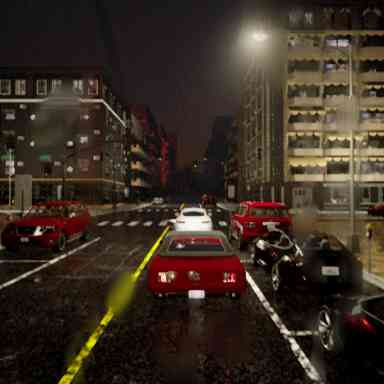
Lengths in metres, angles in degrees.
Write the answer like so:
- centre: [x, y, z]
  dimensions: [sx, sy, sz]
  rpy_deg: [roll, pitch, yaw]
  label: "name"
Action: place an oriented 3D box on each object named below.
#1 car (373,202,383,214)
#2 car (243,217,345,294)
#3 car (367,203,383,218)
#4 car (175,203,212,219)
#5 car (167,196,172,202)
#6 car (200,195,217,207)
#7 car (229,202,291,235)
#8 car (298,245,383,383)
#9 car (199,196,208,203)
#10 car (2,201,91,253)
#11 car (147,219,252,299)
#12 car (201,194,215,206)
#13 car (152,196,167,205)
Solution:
- centre: [22.747, 1.751, 36.759]
  dimensions: [4.313, 1.339, 1.947]
  rpy_deg: [0, -1, 0]
  label: "car"
- centre: [2.692, 1.572, 8.544]
  dimensions: [1.947, 1.339, 4.313]
  rpy_deg: [1, 0, 0]
  label: "car"
- centre: [17.244, 1.587, 28.360]
  dimensions: [4.206, 1.307, 1.802]
  rpy_deg: [0, -1, 0]
  label: "car"
- centre: [0.081, 1.537, 17.555]
  dimensions: [1.812, 1.442, 4.674]
  rpy_deg: [0, 0, 0]
  label: "car"
- centre: [-5.785, 1.583, 80.292]
  dimensions: [1.752, 1.417, 4.829]
  rpy_deg: [1, 0, 0]
  label: "car"
- centre: [2.767, 1.351, 52.054]
  dimensions: [2.192, 1.841, 5.009]
  rpy_deg: [1, 0, 0]
  label: "car"
- centre: [2.762, 1.324, 13.980]
  dimensions: [2.192, 1.841, 5.009]
  rpy_deg: [1, 0, 0]
  label: "car"
- centre: [2.699, 1.568, 3.105]
  dimensions: [1.947, 1.339, 4.313]
  rpy_deg: [1, 0, 0]
  label: "car"
- centre: [2.602, 1.619, 74.839]
  dimensions: [1.947, 1.339, 4.313]
  rpy_deg: [1, 0, 0]
  label: "car"
- centre: [-5.764, 1.324, 13.962]
  dimensions: [2.192, 1.841, 5.009]
  rpy_deg: [1, 0, 0]
  label: "car"
- centre: [0.089, 1.607, 8.385]
  dimensions: [1.895, 1.301, 4.718]
  rpy_deg: [0, 0, 0]
  label: "car"
- centre: [2.751, 1.355, 57.755]
  dimensions: [2.192, 1.841, 5.009]
  rpy_deg: [1, 0, 0]
  label: "car"
- centre: [-5.877, 1.591, 57.678]
  dimensions: [2.008, 1.369, 4.403]
  rpy_deg: [1, 0, 0]
  label: "car"
